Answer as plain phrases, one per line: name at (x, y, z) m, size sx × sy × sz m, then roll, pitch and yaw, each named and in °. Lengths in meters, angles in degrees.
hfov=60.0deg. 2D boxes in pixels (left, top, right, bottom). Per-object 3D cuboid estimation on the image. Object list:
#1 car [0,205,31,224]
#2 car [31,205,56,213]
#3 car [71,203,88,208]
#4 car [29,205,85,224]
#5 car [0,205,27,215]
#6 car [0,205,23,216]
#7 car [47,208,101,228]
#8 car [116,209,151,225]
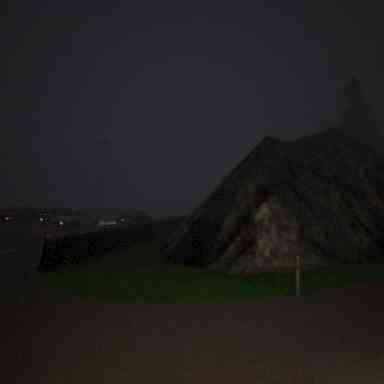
car at (-15.741, 2.161, 31.717) m, size 1.837 × 1.490 × 4.892 m, roll 0°, pitch -2°, yaw 14°
car at (-29.222, 3.291, 65.584) m, size 1.882 × 1.535 × 5.008 m, roll 0°, pitch -2°, yaw 14°
car at (-22.281, 3.164, 64.496) m, size 2.150 × 2.045 × 5.566 m, roll 0°, pitch -2°, yaw 14°
car at (-12.338, 2.183, 30.901) m, size 1.837 × 1.490 × 4.892 m, roll 0°, pitch -2°, yaw 14°
car at (-28.834, 2.781, 52.547) m, size 2.128 × 1.511 × 4.902 m, roll 0°, pitch -3°, yaw 14°
car at (-26.601, 2.574, 47.028) m, size 1.882 × 1.535 × 5.008 m, roll 0°, pitch -3°, yaw 14°
car at (-9.505, 2.211, 27.746) m, size 1.895 × 1.301 × 4.718 m, roll 0°, pitch -2°, yaw 14°
car at (-5.285, 2.287, 30.284) m, size 1.812 × 1.442 × 4.674 m, roll 0°, pitch -2°, yaw 14°
